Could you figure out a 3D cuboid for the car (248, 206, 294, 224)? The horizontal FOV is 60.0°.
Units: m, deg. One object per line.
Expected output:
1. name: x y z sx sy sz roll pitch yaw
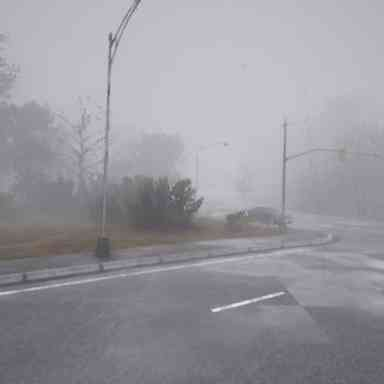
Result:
1. car: 6.795 2.004 29.123 1.837 1.490 4.892 2 1 -25
